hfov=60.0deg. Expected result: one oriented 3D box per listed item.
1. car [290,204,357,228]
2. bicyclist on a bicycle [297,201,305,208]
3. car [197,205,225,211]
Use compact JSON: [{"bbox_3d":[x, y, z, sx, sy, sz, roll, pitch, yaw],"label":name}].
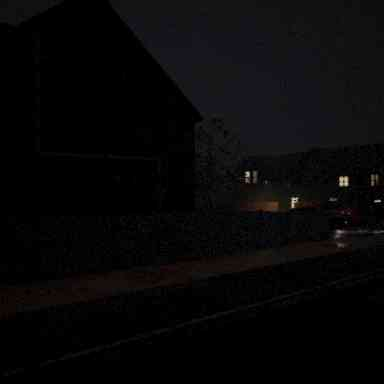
[{"bbox_3d":[8.777,1.827,23.937,1.837,1.490,4.892,-1,-1,-36],"label":"car"},{"bbox_3d":[10.388,1.664,31.737,1.656,1.620,0.582,-1,0,-36],"label":"bicyclist on a bicycle"},{"bbox_3d":[2.047,2.102,33.357,1.837,1.490,4.892,-1,-1,-36],"label":"car"}]
